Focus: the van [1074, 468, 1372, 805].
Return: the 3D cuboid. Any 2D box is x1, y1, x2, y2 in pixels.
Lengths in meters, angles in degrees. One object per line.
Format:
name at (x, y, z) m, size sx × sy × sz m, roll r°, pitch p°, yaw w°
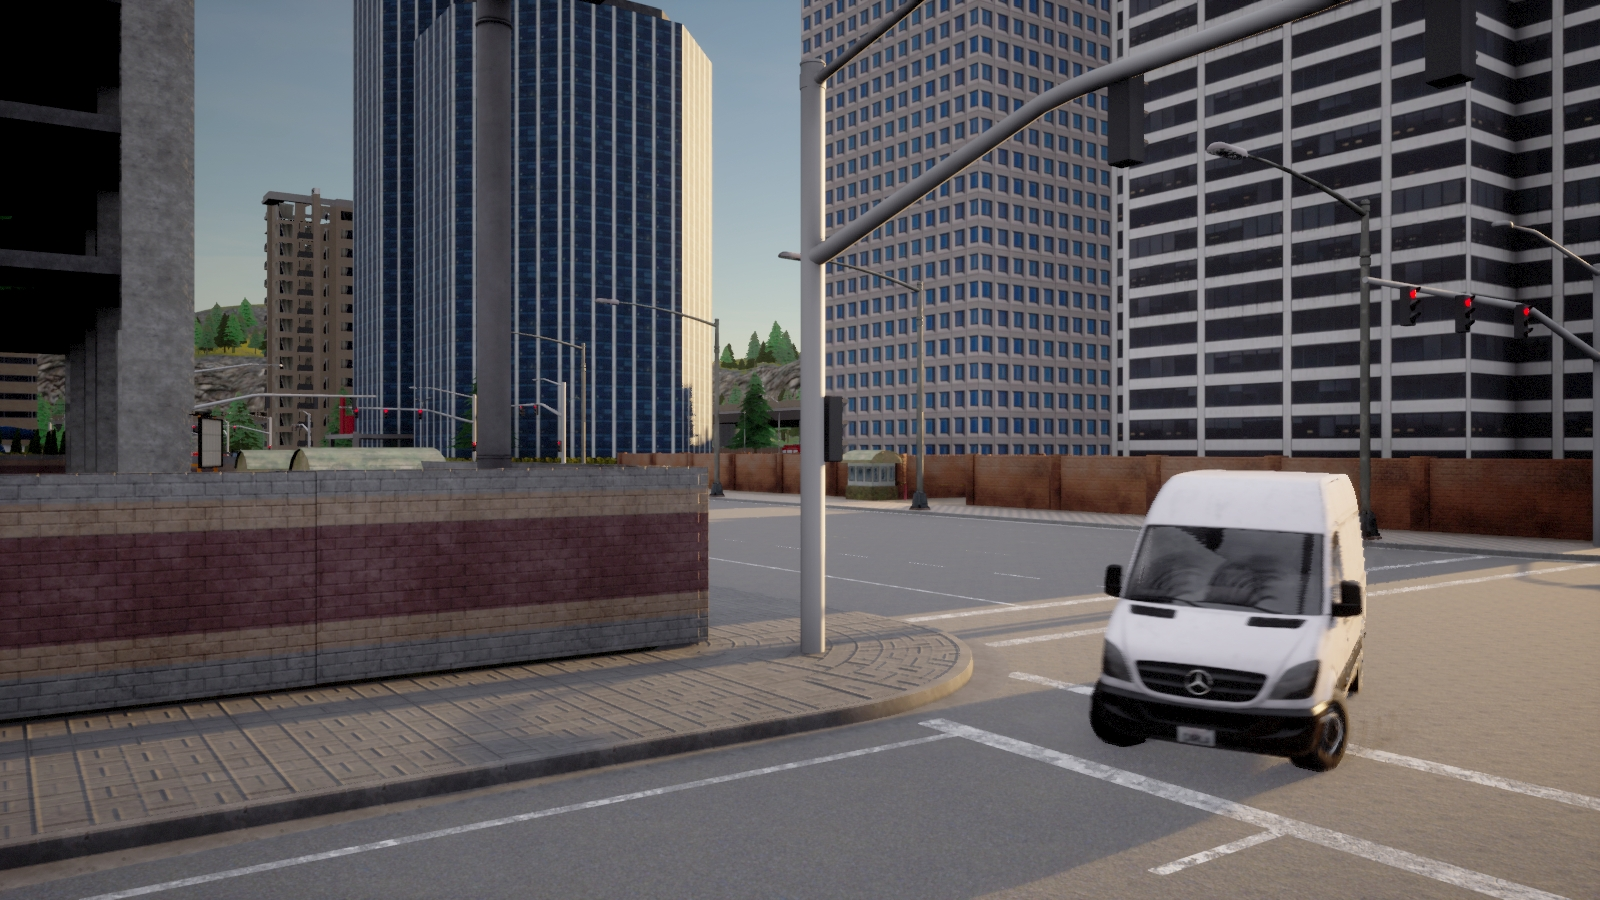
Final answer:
van at (4.776, 1.534, 12.172) m, size 1.988 × 2.561 × 5.915 m, roll 2°, pitch 1°, yaw 30°
